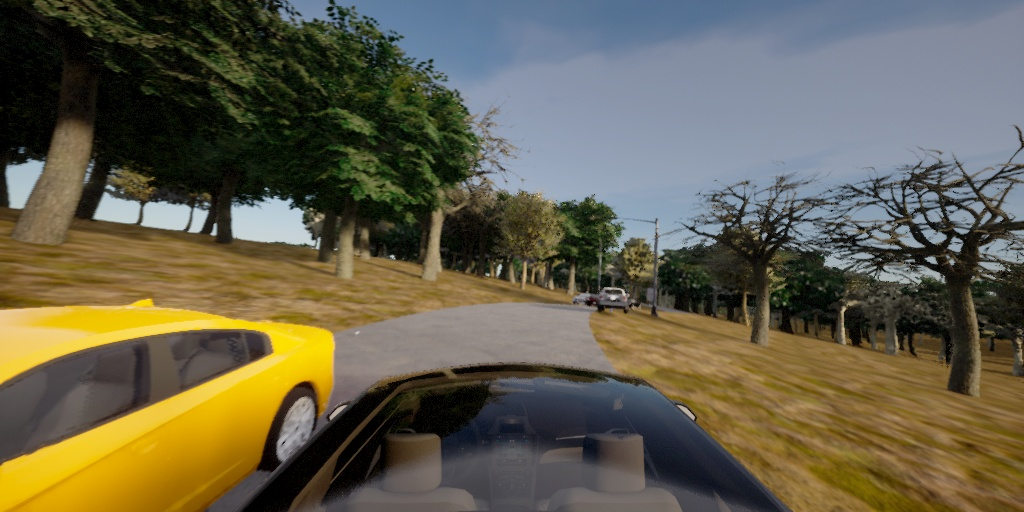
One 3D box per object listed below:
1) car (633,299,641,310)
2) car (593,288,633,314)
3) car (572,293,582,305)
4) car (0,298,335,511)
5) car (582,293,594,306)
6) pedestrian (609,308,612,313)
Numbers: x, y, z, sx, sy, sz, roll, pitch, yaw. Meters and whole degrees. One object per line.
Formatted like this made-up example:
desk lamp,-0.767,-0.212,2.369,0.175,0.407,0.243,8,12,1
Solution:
car,15.615,6.367,47.504,1.895,1.301,4.718,-1,-9,36
car,6.720,2.872,23.659,1.970,1.475,3.806,2,-5,18
car,8.645,5.145,42.404,1.812,1.442,4.674,0,-8,32
car,-2.906,1.068,1.914,1.882,1.535,5.008,4,-2,1
car,9.207,4.634,37.194,1.895,1.301,4.718,0,-8,30
pedestrian,7.145,3.428,25.866,0.375,1.300,0.375,6,-7,5
